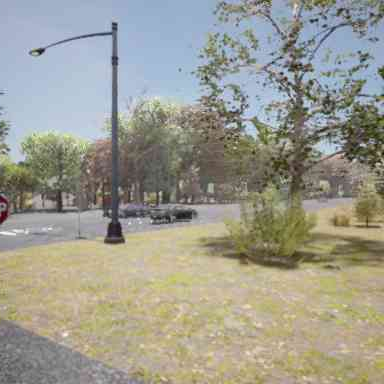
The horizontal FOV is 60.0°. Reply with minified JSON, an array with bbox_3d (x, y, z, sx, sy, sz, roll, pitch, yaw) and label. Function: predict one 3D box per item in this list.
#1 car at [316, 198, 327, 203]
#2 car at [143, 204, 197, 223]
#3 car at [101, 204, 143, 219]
[{"bbox_3d":[34.434,2.223,88.949,1.994,1.385,4.181,-1,-1,36],"label":"car"},{"bbox_3d":[-1.444,1.746,28.015,2.128,1.511,4.902,-1,-1,36],"label":"car"},{"bbox_3d":[-6.374,1.888,33.136,2.033,1.411,5.357,-1,0,36],"label":"car"}]
